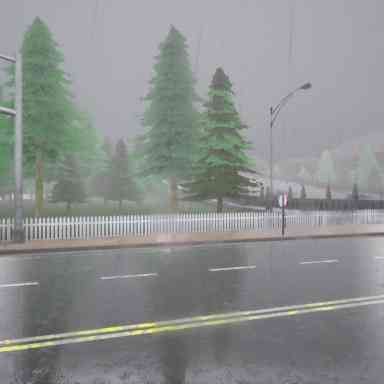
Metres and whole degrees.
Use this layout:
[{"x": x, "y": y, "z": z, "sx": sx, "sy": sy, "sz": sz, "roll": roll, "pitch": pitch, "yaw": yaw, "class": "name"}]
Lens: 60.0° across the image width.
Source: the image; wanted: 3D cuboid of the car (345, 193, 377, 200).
[{"x": 21.139, "y": 1.198, "z": 40.324, "sx": 2.150, "sy": 2.045, "sz": 5.566, "roll": 0, "pitch": 1, "yaw": -19, "class": "car"}]

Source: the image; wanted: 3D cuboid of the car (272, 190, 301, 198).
[{"x": 14.359, "y": 0.854, "z": 49.111, "sx": 2.150, "sy": 2.045, "sz": 5.566, "roll": 0, "pitch": 3, "yaw": -19, "class": "car"}]

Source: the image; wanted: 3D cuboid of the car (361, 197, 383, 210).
[{"x": 19.975, "y": 1.544, "z": 33.060, "sx": 2.033, "sy": 1.411, "sz": 5.357, "roll": 0, "pitch": 0, "yaw": -20, "class": "car"}]

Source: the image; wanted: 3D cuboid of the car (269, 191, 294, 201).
[{"x": 15.315, "y": 0.685, "z": 57.096, "sx": 1.994, "sy": 1.385, "sz": 4.181, "roll": 0, "pitch": 5, "yaw": -19, "class": "car"}]
